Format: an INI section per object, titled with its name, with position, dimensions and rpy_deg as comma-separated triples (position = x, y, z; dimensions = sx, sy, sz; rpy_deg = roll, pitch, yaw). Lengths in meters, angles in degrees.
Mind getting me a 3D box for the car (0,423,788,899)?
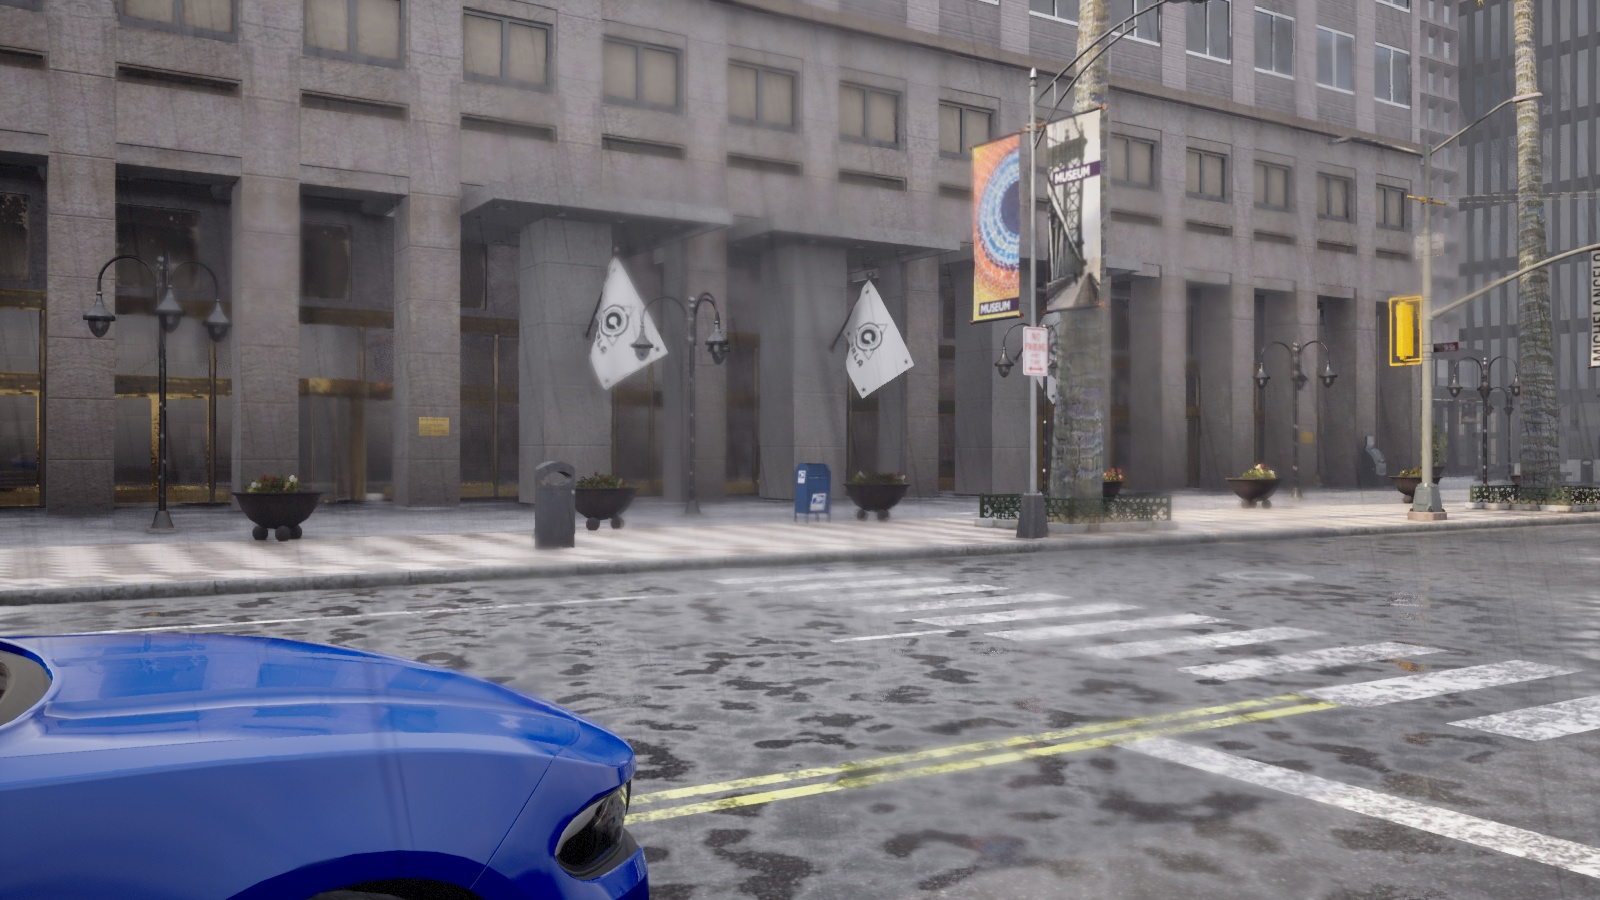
[car]
position = -2.602, 0.733, 1.896
dimensions = 5.008, 1.535, 1.882
rpy_deg = 0, 0, -36
